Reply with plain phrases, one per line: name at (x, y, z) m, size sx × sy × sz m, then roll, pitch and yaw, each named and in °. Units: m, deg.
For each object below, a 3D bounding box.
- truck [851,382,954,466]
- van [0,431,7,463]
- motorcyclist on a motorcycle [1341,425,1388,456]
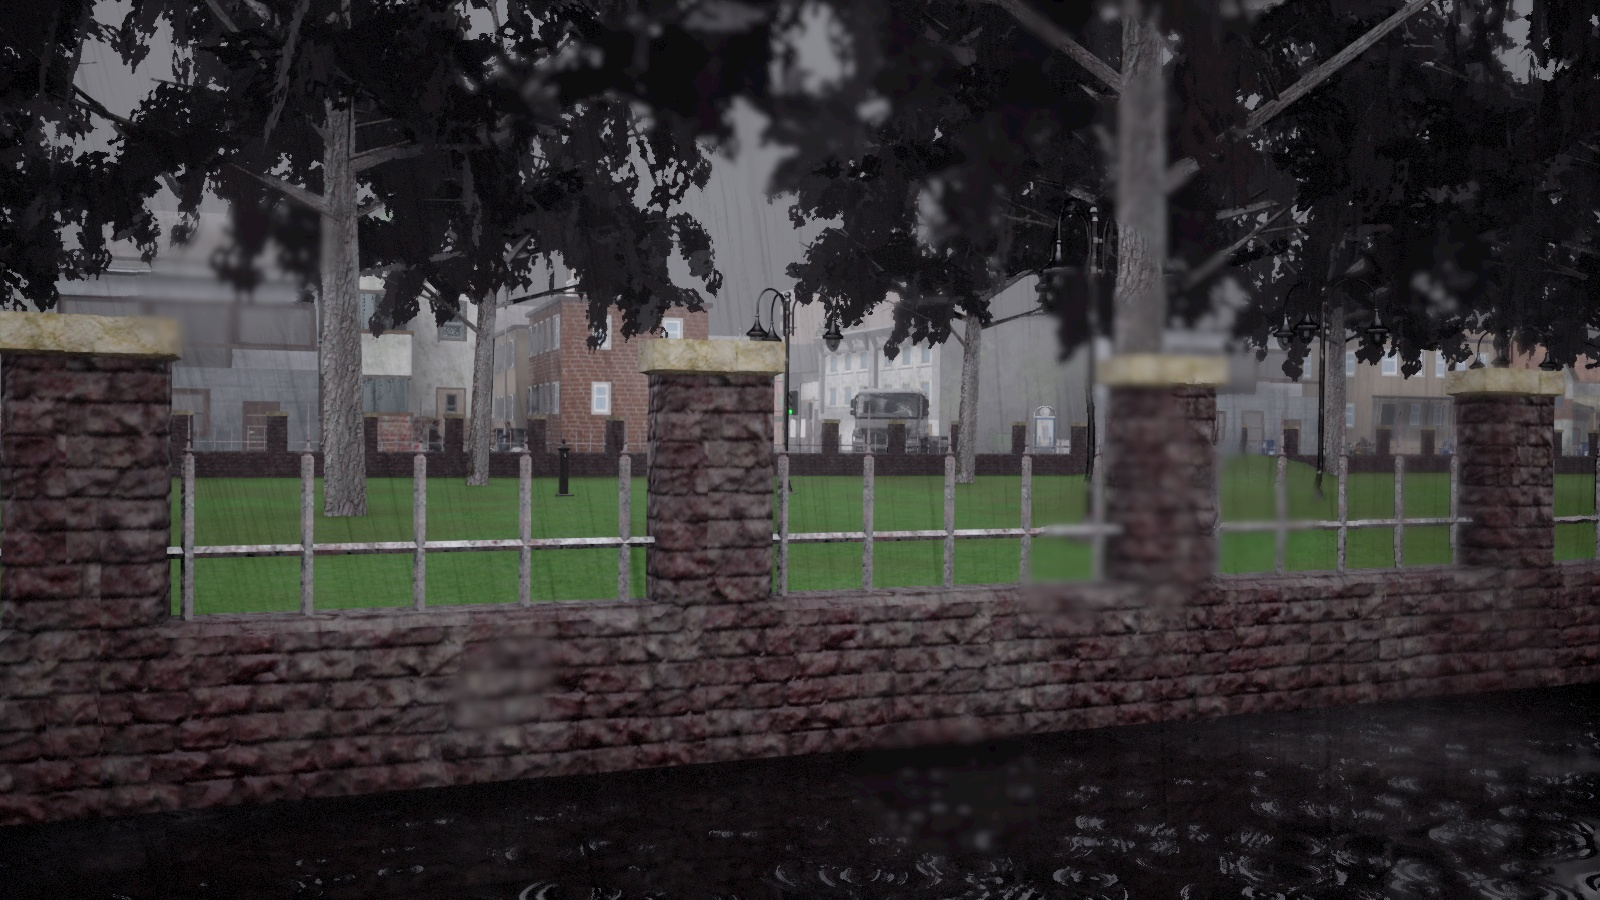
truck at (4.692, -1.142, 55.774) m, size 2.891 × 3.462 × 7.936 m, roll 0°, pitch 1°, yaw 17°
van at (-50.693, -0.168, 77.829) m, size 1.775 × 1.987 × 4.442 m, roll -1°, pitch 1°, yaw -21°
motorcyclist on a motorcycle at (28.501, -0.507, 63.443) m, size 2.191 × 1.530 × 0.866 m, roll -1°, pitch 1°, yaw -21°
